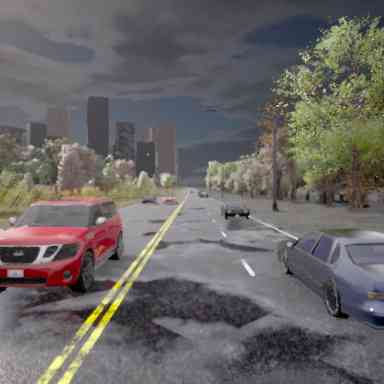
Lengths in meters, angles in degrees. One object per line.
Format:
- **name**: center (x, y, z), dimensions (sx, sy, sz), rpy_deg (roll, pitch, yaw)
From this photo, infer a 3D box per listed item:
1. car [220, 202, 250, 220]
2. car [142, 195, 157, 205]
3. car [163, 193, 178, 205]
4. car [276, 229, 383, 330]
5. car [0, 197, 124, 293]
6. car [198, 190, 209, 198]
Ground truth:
- **car**: center (3.345, 1.442, 26.652), dimensions (1.895, 1.301, 4.718), rpy_deg (0, 0, 0)
- **car**: center (-6.565, 1.204, 51.741), dimensions (2.033, 1.411, 5.357), rpy_deg (0, 0, 1)
- **car**: center (-3.319, 1.007, 51.953), dimensions (2.097, 1.767, 4.553), rpy_deg (0, 0, 0)
- **car**: center (3.349, 1.512, 7.225), dimensions (2.033, 1.411, 5.357), rpy_deg (0, 0, 0)
- **car**: center (-3.351, 1.180, 9.083), dimensions (2.150, 2.045, 5.566), rpy_deg (0, 0, 0)
- **car**: center (3.243, 0.875, 86.675), dimensions (2.163, 1.488, 4.792), rpy_deg (0, 1, 0)
